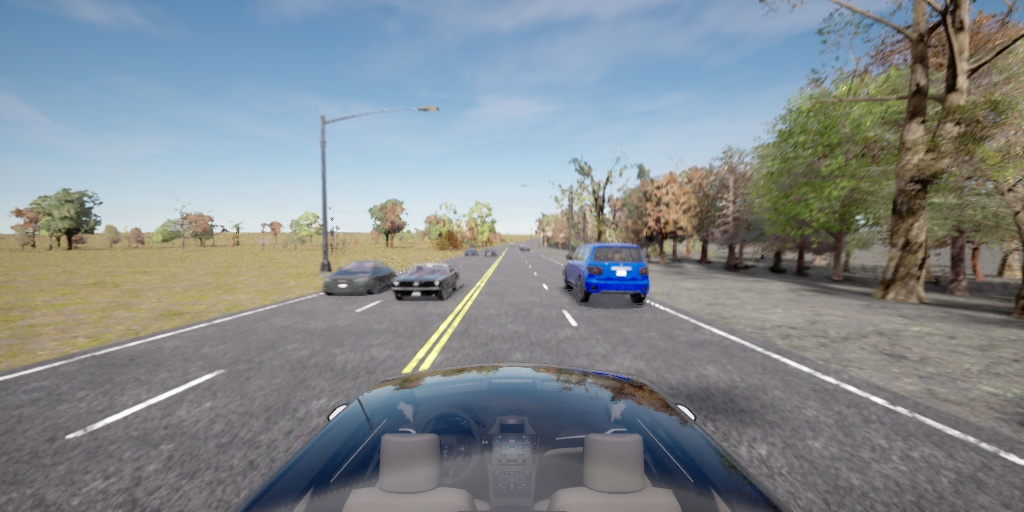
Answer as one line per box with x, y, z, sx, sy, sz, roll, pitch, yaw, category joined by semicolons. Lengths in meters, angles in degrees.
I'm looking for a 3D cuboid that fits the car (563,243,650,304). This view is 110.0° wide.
3.380;0.537;13.773;2.150;2.045;5.566;1;2;0;car

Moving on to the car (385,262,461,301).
-3.352;0.956;14.756;1.895;1.301;4.718;0;2;0;car

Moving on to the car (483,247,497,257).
-3.326;-0.668;55.565;1.837;1.490;4.892;0;2;1;car

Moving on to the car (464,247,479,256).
-6.563;-0.689;58.226;1.994;1.385;4.181;0;2;1;car

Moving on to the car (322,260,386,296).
-6.601;0.890;15.980;1.994;1.385;4.181;0;2;0;car
